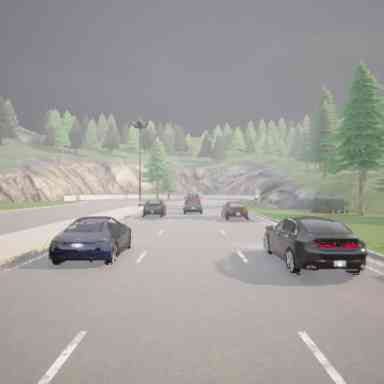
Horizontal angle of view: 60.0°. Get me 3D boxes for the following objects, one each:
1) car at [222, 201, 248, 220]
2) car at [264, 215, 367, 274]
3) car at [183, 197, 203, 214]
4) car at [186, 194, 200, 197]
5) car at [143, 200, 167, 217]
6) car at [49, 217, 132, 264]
[{"bbox_3d":[3.606,1.525,28.199,1.812,1.442,4.674,0,0,0],"label":"car"},{"bbox_3d":[3.601,1.504,10.510,1.837,1.490,4.892,0,0,0],"label":"car"},{"bbox_3d":[0.104,1.564,35.195,1.994,1.385,4.181,0,0,0],"label":"car"},{"bbox_3d":[0.099,1.221,44.614,2.150,2.045,5.566,0,0,0],"label":"car"},{"bbox_3d":[-3.395,1.491,30.902,2.128,1.511,4.902,0,0,0],"label":"car"},{"bbox_3d":[-3.398,1.564,11.880,1.994,1.385,4.181,0,0,0],"label":"car"}]
